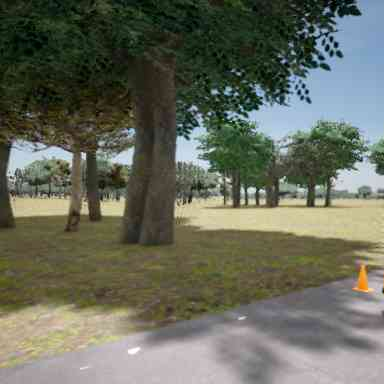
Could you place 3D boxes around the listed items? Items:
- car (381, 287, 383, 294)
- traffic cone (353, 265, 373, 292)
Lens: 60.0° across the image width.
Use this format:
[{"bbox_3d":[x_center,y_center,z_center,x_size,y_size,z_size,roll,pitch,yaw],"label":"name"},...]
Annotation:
[{"bbox_3d":[5.889,1.713,6.862,4.718,1.301,1.895,1,-1,-36],"label":"car"},{"bbox_3d":[4.126,2.062,8.023,0.340,0.580,0.340,1,-1,-36],"label":"traffic cone"}]
